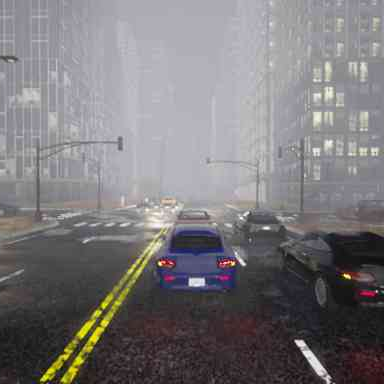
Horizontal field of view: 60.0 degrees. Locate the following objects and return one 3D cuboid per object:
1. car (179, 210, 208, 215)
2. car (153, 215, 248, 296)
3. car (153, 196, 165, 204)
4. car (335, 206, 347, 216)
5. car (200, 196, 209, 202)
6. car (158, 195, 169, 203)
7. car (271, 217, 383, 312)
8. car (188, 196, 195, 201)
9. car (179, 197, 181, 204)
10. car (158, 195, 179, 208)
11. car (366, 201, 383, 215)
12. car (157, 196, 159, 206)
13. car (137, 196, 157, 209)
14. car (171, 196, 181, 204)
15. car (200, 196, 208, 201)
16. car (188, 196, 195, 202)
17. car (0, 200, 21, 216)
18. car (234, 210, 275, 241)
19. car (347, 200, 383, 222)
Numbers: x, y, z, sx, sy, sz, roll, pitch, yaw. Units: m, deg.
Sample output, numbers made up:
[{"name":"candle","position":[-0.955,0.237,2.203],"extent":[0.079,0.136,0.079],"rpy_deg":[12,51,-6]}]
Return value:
[{"name":"car","position":[0.078,1.638,18.152],"extent":[1.895,1.301,4.718],"rpy_deg":[0,0,0]},{"name":"car","position":[0.090,1.544,8.585],"extent":[1.812,1.442,4.674],"rpy_deg":[0,0,0]},{"name":"car","position":[-6.614,1.620,66.805],"extent":[1.837,1.490,4.892],"rpy_deg":[0,0,0]},{"name":"car","position":[16.748,1.766,33.569],"extent":[4.181,1.385,1.994],"rpy_deg":[0,1,1]},{"name":"car","position":[3.142,1.726,80.372],"extent":[1.895,1.301,4.718],"rpy_deg":[0,0,0]},{"name":"car","position":[-6.604,1.482,76.730],"extent":[2.097,1.767,4.553],"rpy_deg":[0,0,0]},{"name":"car","position":[3.341,1.542,7.599],"extent":[1.812,1.442,4.674],"rpy_deg":[0,0,0]},{"name":"car","position":[-0.119,1.734,89.007],"extent":[1.895,1.301,4.718],"rpy_deg":[0,0,0]},{"name":"car","position":[-3.406,1.705,58.489],"extent":[1.895,1.301,4.718],"rpy_deg":[0,0,0]},{"name":"car","position":[-3.409,1.569,49.111],"extent":[1.882,1.535,5.008],"rpy_deg":[0,0,0]},{"name":"car","position":[21.762,1.736,36.086],"extent":[4.829,1.417,1.752],"rpy_deg":[1,0,1]},{"name":"car","position":[-6.658,1.608,57.451],"extent":[1.837,1.490,4.892],"rpy_deg":[0,0,0]},{"name":"car","position":[-6.662,1.636,47.713],"extent":[2.033,1.411,5.357],"rpy_deg":[0,0,0]},{"name":"car","position":[-3.343,1.595,69.017],"extent":[1.882,1.535,5.008],"rpy_deg":[0,0,0]},{"name":"car","position":[3.128,1.693,90.542],"extent":[1.994,1.385,4.181],"rpy_deg":[0,0,0]},{"name":"car","position":[-0.106,1.669,78.851],"extent":[2.033,1.411,5.357],"rpy_deg":[0,0,0]},{"name":"car","position":[-18.501,1.438,30.888],"extent":[4.892,1.490,1.837],"rpy_deg":[1,1,2]},{"name":"car","position":[3.332,1.599,16.982],"extent":[1.994,1.385,4.181],"rpy_deg":[0,0,-1]},{"name":"car","position":[16.165,1.591,27.792],"extent":[5.009,1.841,2.192],"rpy_deg":[1,0,1]}]
